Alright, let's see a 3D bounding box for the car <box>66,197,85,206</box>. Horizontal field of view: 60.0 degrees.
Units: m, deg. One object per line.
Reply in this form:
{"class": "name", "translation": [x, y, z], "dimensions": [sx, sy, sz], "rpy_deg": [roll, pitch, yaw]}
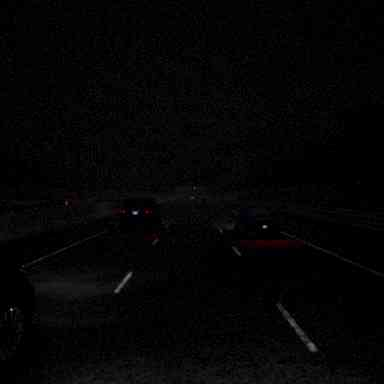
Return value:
{"class": "car", "translation": [-20.955, 1.769, 59.738], "dimensions": [2.097, 1.767, 4.553], "rpy_deg": [0, 0, 1]}

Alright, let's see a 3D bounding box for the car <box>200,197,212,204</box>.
{"class": "car", "translation": [3.592, 2.060, 77.116], "dimensions": [2.163, 1.488, 4.792], "rpy_deg": [0, 0, 0]}

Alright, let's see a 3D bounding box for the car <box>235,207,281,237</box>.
{"class": "car", "translation": [3.624, 1.599, 19.039], "dimensions": [1.882, 1.535, 5.008], "rpy_deg": [0, 0, 0]}

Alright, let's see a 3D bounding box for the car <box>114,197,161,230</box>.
{"class": "car", "translation": [-3.373, 1.365, 22.458], "dimensions": [2.150, 2.045, 5.566], "rpy_deg": [0, 0, 0]}

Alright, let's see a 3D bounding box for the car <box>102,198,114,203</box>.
{"class": "car", "translation": [-13.968, 1.911, 59.970], "dimensions": [2.128, 1.511, 4.902], "rpy_deg": [0, 0, 1]}

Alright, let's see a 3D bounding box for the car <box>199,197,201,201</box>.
{"class": "car", "translation": [3.605, 2.193, 88.087], "dimensions": [2.033, 1.411, 5.357], "rpy_deg": [0, 0, 0]}

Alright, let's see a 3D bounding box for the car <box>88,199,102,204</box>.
{"class": "car", "translation": [-17.448, 1.974, 61.005], "dimensions": [2.033, 1.411, 5.357], "rpy_deg": [0, 0, 1]}

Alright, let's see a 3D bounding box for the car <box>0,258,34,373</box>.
{"class": "car", "translation": [-3.397, 1.238, 2.539], "dimensions": [2.150, 2.045, 5.566], "rpy_deg": [0, 0, 0]}
